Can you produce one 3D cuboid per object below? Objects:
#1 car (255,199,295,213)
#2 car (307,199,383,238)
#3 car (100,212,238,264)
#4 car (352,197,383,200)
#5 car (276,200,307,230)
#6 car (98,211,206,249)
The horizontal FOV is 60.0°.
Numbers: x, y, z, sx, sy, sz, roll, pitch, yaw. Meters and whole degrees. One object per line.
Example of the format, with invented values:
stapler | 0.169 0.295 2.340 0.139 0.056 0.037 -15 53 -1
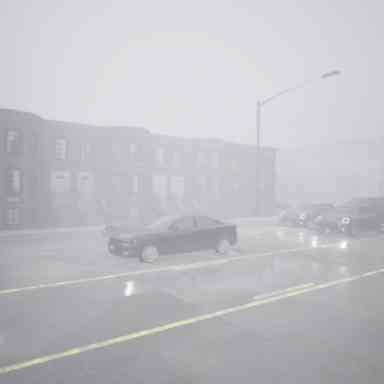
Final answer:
car | 10.234 1.739 40.835 5.357 1.411 2.033 4 -3 -41
car | 9.015 1.498 18.933 4.553 1.767 2.097 0 0 -35
car | -0.540 1.526 12.183 5.008 1.535 1.882 0 0 -35
car | 13.662 1.435 26.445 5.566 2.045 2.150 1 0 -35
car | 7.956 1.506 22.399 4.553 1.767 2.097 0 0 -35
car | -1.775 1.657 15.599 4.718 1.301 1.895 1 0 -35
